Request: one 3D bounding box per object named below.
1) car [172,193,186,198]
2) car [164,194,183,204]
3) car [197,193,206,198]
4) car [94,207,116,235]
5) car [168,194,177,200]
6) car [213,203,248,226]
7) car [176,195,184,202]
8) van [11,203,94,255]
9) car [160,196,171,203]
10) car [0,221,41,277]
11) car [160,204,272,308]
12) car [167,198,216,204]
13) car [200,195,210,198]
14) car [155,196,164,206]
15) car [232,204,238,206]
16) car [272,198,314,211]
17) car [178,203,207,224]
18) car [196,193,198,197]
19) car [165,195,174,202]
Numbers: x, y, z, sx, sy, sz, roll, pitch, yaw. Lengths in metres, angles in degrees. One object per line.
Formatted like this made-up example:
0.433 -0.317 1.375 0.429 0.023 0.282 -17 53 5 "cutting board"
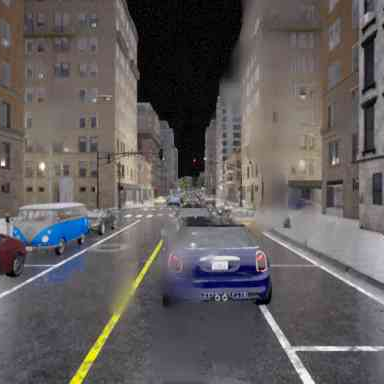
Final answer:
-2.701 1.200 63.644 2.150 2.045 5.566 0 1 3 "car"
-2.781 1.467 50.563 1.882 1.535 5.008 0 0 0 "car"
2.726 1.421 73.420 1.967 1.590 4.097 0 0 0 "car"
-5.369 1.547 18.420 2.008 1.369 4.403 0 0 0 "car"
-5.278 1.413 90.471 1.967 1.590 4.097 0 0 0 "car"
2.667 1.546 23.817 2.008 1.369 4.403 0 0 0 "car"
-2.659 1.505 74.742 1.812 1.442 4.674 0 0 0 "car"
-5.377 1.338 13.014 1.690 1.788 3.998 0 0 0 "van"
-5.306 1.549 67.746 1.947 1.339 4.313 0 0 0 "car"
-5.385 1.580 7.608 1.802 1.307 4.206 0 0 0 "car"
0.317 1.350 8.151 2.097 1.767 4.553 0 0 -5 "car"
0.096 1.349 15.496 2.097 1.767 4.553 0 0 0 "car"
2.698 1.540 50.693 2.008 1.369 4.403 0 0 0 "car"
-5.320 1.513 56.213 1.752 1.417 4.829 0 0 0 "car"
2.666 1.521 18.581 1.752 1.417 4.829 0 0 0 "car"
11.665 1.444 38.436 4.674 1.442 1.812 0 0 0 "car"
0.048 1.559 25.158 1.994 1.385 4.181 0 0 0 "car"
2.740 1.291 84.784 2.192 1.841 5.009 0 0 0 "car"
-5.292 1.529 79.108 2.008 1.369 4.403 0 0 0 "car"
